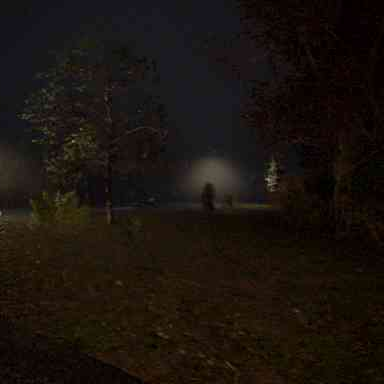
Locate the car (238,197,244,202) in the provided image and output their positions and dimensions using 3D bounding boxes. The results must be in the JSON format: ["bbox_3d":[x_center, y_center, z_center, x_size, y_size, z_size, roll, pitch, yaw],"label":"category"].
[{"bbox_3d":[10.587,1.861,78.402,1.812,1.442,4.674,0,0,36],"label":"car"}]

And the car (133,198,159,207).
[{"bbox_3d":[-7.395,1.727,53.639,2.128,1.511,4.902,0,1,36],"label":"car"}]
